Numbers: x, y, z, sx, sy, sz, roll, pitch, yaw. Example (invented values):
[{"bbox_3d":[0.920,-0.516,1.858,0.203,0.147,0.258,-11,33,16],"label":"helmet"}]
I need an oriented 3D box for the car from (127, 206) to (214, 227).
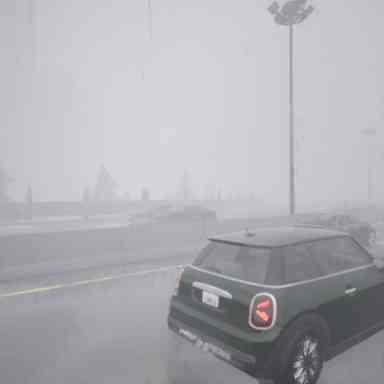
[{"bbox_3d":[-1.216,1.634,16.802,4.181,1.385,1.994,0,0,-42],"label":"car"}]

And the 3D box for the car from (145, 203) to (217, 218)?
[{"bbox_3d":[-0.460,1.575,22.246,5.008,1.535,1.882,0,0,-45],"label":"car"}]

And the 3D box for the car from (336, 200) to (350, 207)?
[{"bbox_3d":[23.034,1.894,50.821,1.895,1.301,4.718,0,-1,23],"label":"car"}]

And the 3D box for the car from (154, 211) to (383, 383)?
[{"bbox_3d":[1.900,1.369,5.502,4.553,1.767,2.097,0,0,-38],"label":"car"}]

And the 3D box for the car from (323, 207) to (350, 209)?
[{"bbox_3d":[5.688,1.549,13.361,4.892,1.490,1.837,0,0,-42],"label":"car"}]

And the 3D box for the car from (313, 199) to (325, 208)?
[{"bbox_3d":[21.400,1.901,56.228,2.033,1.411,5.357,0,-1,20],"label":"car"}]

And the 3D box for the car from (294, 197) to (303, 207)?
[{"bbox_3d":[18.760,1.749,59.494,2.097,1.767,4.553,0,-1,19],"label":"car"}]

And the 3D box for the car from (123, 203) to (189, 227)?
[{"bbox_3d":[-2.606,1.620,25.040,4.892,1.490,1.837,0,0,-45],"label":"car"}]
